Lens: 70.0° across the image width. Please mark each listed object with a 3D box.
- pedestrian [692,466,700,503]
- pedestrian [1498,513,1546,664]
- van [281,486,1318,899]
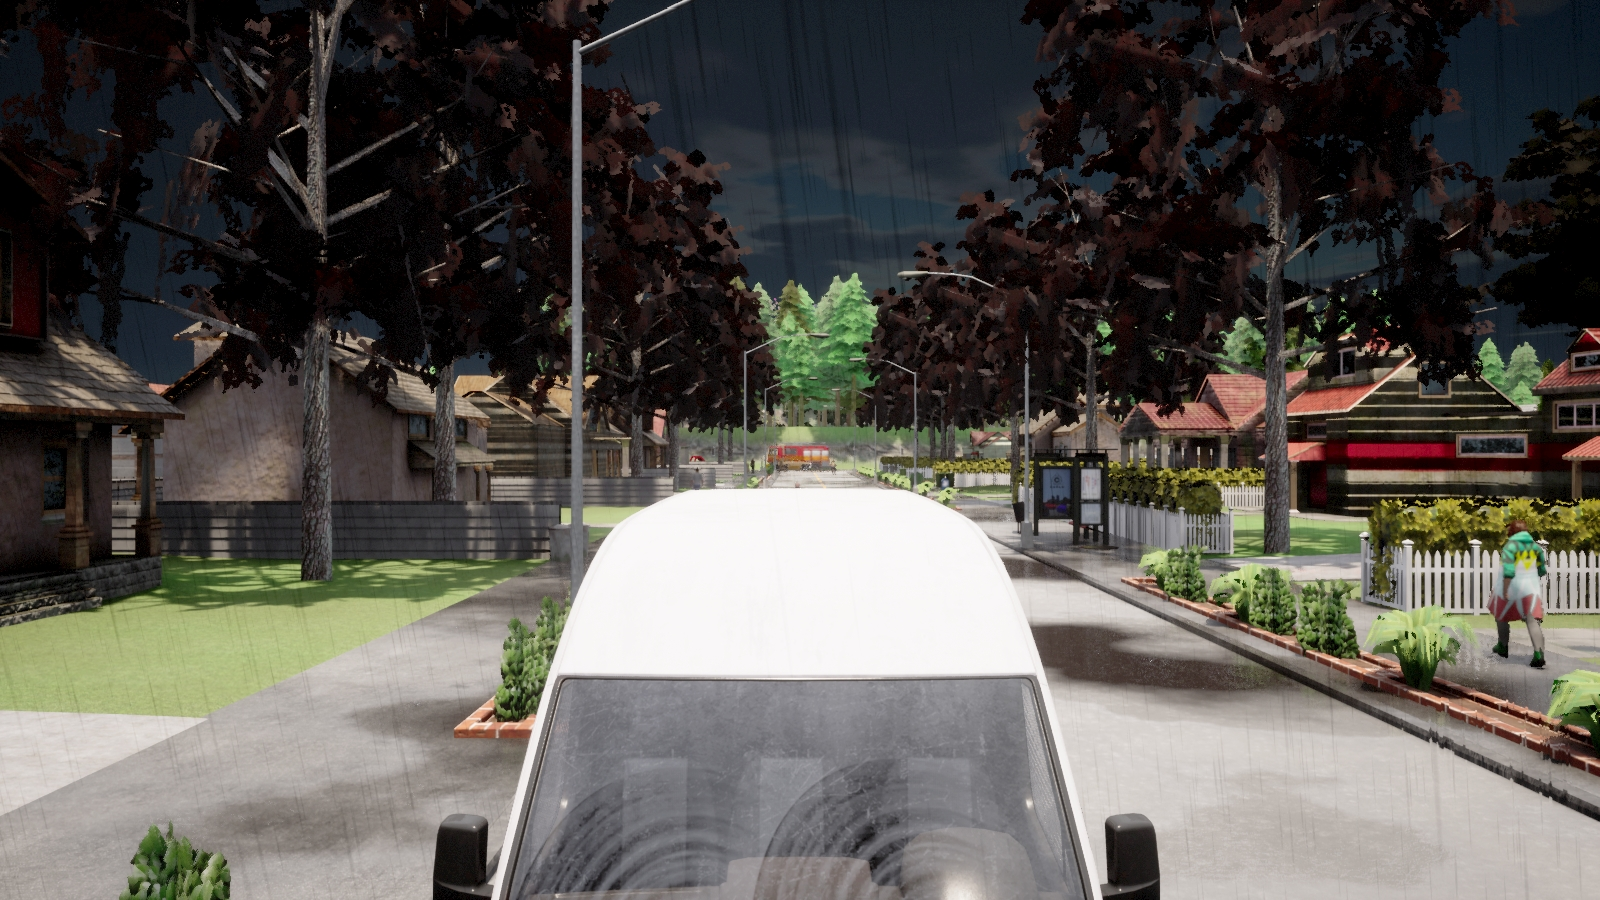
[{"bbox_3d":[-5.308,1.743,58.324,0.375,1.860,0.375,0,0,3],"label":"pedestrian"},{"bbox_3d":[9.137,1.744,14.465,0.375,1.860,0.375,0,0,1],"label":"pedestrian"},{"bbox_3d":[-0.006,1.534,5.149,1.988,2.561,5.915,0,0,0],"label":"van"}]
